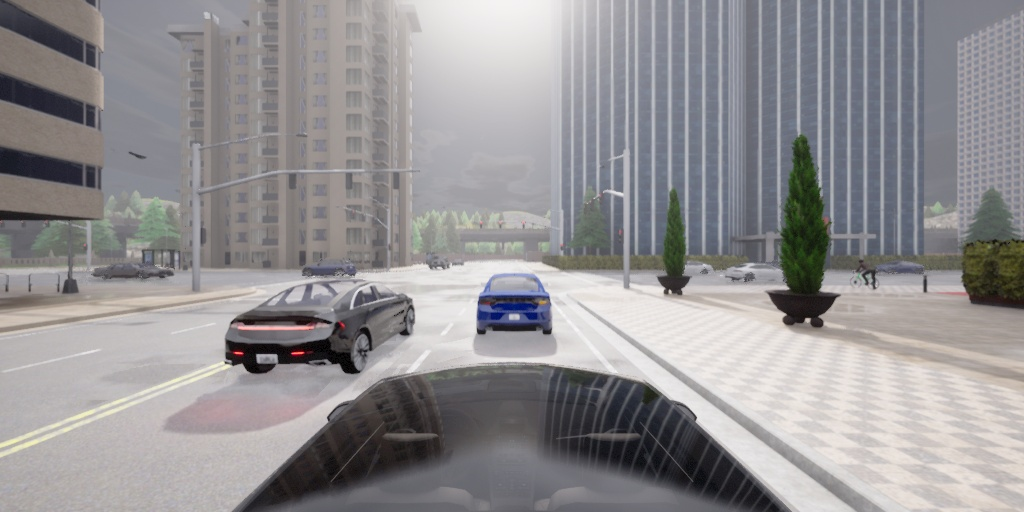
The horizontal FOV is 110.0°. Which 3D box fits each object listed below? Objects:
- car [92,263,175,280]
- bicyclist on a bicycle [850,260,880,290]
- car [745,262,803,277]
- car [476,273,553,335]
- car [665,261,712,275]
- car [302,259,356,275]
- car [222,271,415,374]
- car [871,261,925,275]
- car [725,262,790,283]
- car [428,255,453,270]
[{"bbox_3d":[-31.822,1.274,30.196,5.357,1.411,2.033,0,0,-1],"label":"car"},{"bbox_3d":[19.624,1.036,19.977,0.582,1.620,1.656,0,0,-1],"label":"bicyclist on a bicycle"},{"bbox_3d":[25.121,1.287,34.520,4.181,1.385,1.994,0,0,-1],"label":"car"},{"bbox_3d":[0.067,1.220,10.537,1.882,1.535,5.008,0,0,0],"label":"car"},{"bbox_3d":[18.664,1.246,37.950,4.674,1.442,1.812,0,0,-1],"label":"car"},{"bbox_3d":[-17.003,1.076,33.399,4.553,1.767,2.097,0,0,7],"label":"car"},{"bbox_3d":[-3.449,1.237,7.497,2.128,1.511,4.902,0,0,0],"label":"car"},{"bbox_3d":[40.990,1.246,38.161,4.674,1.442,1.812,0,0,0],"label":"car"},{"bbox_3d":[18.775,1.255,27.283,4.674,1.442,1.812,0,0,-1],"label":"car"},{"bbox_3d":[-10.625,0.930,52.531,2.150,2.045,5.566,0,0,0],"label":"car"}]
